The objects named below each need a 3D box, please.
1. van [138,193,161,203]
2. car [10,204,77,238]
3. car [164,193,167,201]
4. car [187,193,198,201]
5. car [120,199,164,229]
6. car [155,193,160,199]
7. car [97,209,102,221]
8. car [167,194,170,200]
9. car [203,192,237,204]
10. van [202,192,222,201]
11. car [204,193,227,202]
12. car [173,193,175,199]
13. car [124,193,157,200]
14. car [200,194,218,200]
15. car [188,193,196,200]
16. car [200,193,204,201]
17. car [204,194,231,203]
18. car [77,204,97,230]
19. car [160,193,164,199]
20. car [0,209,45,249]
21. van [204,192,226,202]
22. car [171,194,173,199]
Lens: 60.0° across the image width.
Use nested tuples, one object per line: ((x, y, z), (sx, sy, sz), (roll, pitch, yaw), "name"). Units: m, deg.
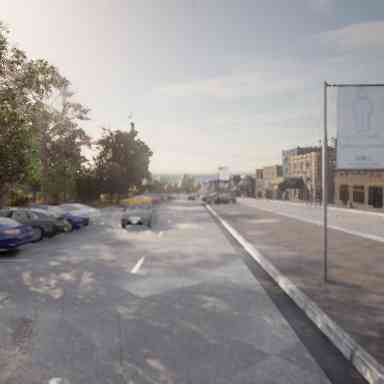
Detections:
((-8.503, 1.153, 67.235), (4.442, 1.987, 1.878), (-1, 0, 0), "van")
((-8.346, 1.494, 15.623), (4.892, 1.521, 2.231), (-1, 0, 0), "car")
((-8.392, 1.448, 72.806), (4.674, 1.452, 2.002), (-1, 0, 0), "car")
((-0.076, 1.390, 79.642), (1.837, 1.490, 4.892), (-1, 0, 0), "car")
((-3.284, 1.436, 21.497), (2.128, 1.511, 4.902), (0, 0, 0), "car")
((-8.378, 1.346, 56.099), (5.008, 1.535, 2.097), (-1, 0, 0), "car")
((-8.352, 1.506, 22.046), (4.674, 1.452, 2.002), (-1, 0, 0), "car")
((-8.402, 1.438, 78.378), (5.008, 1.535, 2.097), (-1, 0, 0), "car")
((4.715, 1.232, 53.302), (4.892, 1.521, 2.231), (-1, 0, 0), "car")
((4.559, 1.083, 75.724), (4.442, 1.987, 1.878), (-1, 0, 0), "van")
((4.725, 1.137, 67.313), (4.553, 1.767, 2.185), (-1, 0, 0), "car")
((-8.423, 1.294, 95.088), (5.566, 2.045, 2.435), (-1, 0, 0), "car")
((-8.364, 1.349, 50.531), (5.008, 1.535, 2.097), (-1, 0, 0), "car")
((4.641, 1.408, 92.543), (5.008, 1.535, 2.097), (-1, 0, 0), "car")
((-0.103, 1.277, 89.672), (2.097, 1.767, 4.553), (-1, 0, 0), "car")
((4.676, 0.980, 56.103), (5.566, 2.045, 2.435), (-1, 0, 0), "car")
((4.696, 1.241, 61.707), (4.892, 1.521, 2.231), (-1, 0, 0), "car")
((-8.359, 1.479, 18.897), (5.008, 1.535, 2.097), (-1, 0, 0), "car")
((-8.351, 1.241, 64.455), (4.553, 1.767, 2.185), (-1, 0, 0), "car")
((-8.347, 1.547, 12.348), (4.674, 1.452, 2.002), (-1, 0, 0), "car")
((4.804, 1.051, 70.118), (4.442, 1.987, 1.878), (-1, 0, 0), "van")
((-8.403, 1.233, 86.732), (5.566, 2.045, 2.435), (-1, 0, 0), "car")
